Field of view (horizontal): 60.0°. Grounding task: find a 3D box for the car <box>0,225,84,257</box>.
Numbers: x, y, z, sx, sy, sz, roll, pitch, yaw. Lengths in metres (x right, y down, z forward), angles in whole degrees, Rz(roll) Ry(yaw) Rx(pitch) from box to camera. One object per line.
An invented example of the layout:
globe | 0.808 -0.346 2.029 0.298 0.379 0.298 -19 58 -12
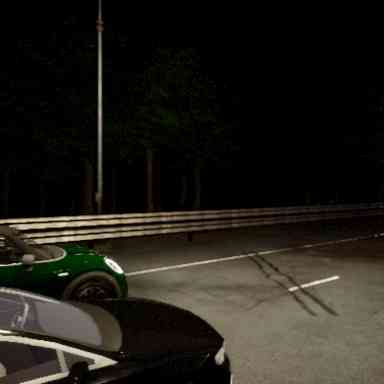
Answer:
car | -3.413 1.351 5.610 4.553 1.767 2.097 0 0 -36

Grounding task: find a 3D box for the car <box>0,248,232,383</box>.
car | -1.852 1.491 2.425 4.902 1.511 2.128 0 0 -36
